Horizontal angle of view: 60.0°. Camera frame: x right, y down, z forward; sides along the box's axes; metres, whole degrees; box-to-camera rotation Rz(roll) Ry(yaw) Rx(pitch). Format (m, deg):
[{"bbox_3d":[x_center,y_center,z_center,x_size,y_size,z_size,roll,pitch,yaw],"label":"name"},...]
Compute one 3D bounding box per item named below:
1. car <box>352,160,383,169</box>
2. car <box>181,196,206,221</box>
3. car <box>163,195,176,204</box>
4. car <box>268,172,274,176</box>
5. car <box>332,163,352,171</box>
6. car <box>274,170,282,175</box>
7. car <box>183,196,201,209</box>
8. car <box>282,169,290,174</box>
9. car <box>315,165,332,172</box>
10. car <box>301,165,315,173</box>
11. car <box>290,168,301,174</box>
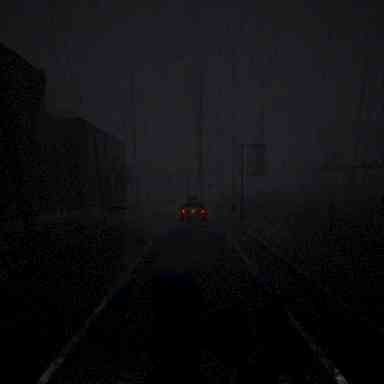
[{"bbox_3d":[25.052,-3.679,45.865,2.231,1.521,4.892,0,1,-9],"label":"car"},{"bbox_3d":[0.090,1.280,25.391,1.801,1.575,5.366,0,1,0],"label":"car"},{"bbox_3d":[-3.558,1.148,52.992,2.128,1.511,4.902,0,0,0],"label":"car"},{"bbox_3d":[21.751,-4.626,84.488,2.231,1.521,4.892,0,1,-1],"label":"car"},{"bbox_3d":[24.248,-3.776,51.226,2.002,1.452,4.674,0,1,-7],"label":"car"},{"bbox_3d":[21.878,-4.510,78.971,2.231,1.521,4.892,0,1,-1],"label":"car"},{"bbox_3d":[0.030,1.251,41.640,2.033,1.411,5.357,0,0,1],"label":"car"},{"bbox_3d":[22.110,-4.336,73.430,2.002,1.452,4.674,0,1,-2],"label":"car"},{"bbox_3d":[23.547,-3.925,56.699,2.163,1.488,4.792,0,1,-6],"label":"car"},{"bbox_3d":[22.928,-4.223,62.388,2.185,1.767,4.553,0,1,-5],"label":"car"},{"bbox_3d":[22.461,-4.236,67.894,2.097,1.535,5.008,0,1,-4],"label":"car"}]
